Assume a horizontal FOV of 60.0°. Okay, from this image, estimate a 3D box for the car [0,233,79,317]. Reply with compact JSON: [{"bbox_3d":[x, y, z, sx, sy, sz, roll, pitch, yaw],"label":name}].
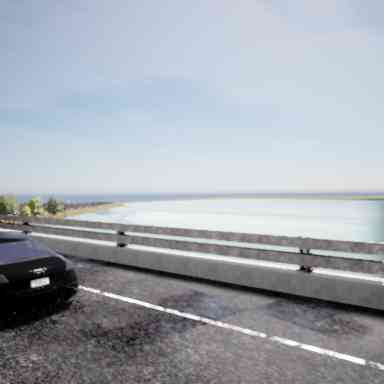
[{"bbox_3d":[-4.347,1.592,7.131,4.181,1.385,1.994,0,0,36],"label":"car"}]
